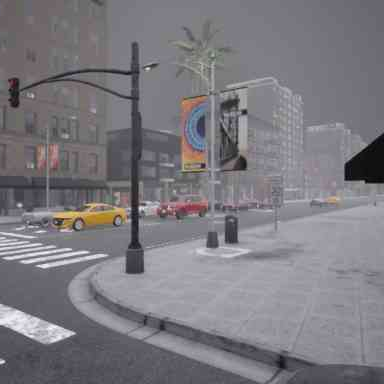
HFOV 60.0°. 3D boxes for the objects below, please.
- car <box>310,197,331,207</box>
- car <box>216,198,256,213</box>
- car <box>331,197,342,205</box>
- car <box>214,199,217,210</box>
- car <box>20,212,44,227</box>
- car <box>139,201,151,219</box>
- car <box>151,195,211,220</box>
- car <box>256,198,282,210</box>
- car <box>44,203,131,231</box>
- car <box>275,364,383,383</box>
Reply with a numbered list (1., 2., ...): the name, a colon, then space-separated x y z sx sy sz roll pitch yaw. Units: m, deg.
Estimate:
1. car: 20.215 1.639 53.068 1.812 1.442 4.674 0 0 36
2. car: 5.065 1.655 37.593 1.895 1.301 4.718 0 0 35
3. car: 26.460 1.622 61.914 1.882 1.535 5.008 0 0 35
4. car: 1.816 1.525 38.630 1.882 1.535 5.008 0 0 35
5. car: -9.200 1.613 23.045 1.895 1.301 4.718 0 0 35
6. car: -4.099 1.553 30.255 1.812 1.442 4.674 0 0 35
7. car: -0.707 1.256 29.431 2.150 2.045 5.566 0 0 35
8. car: 10.915 1.583 45.800 1.837 1.490 4.892 0 0 36
9. car: -6.438 1.495 21.303 1.882 1.535 5.008 0 0 35
10. car: 2.244 1.551 1.246 4.403 1.369 2.008 0 0 36
